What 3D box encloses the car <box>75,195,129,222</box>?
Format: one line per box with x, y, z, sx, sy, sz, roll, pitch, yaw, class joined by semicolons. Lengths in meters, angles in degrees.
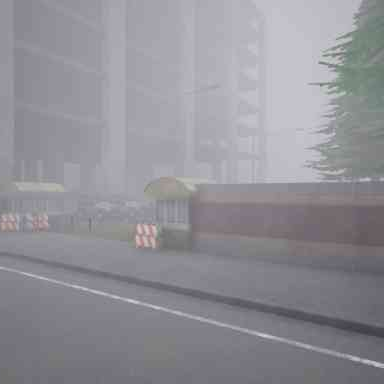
-6.853;1.169;24.470;3.866;1.878;1.905;0;0;35;car

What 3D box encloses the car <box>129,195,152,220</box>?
-5.170;1.168;26.882;3.866;1.878;1.905;0;0;35;car
